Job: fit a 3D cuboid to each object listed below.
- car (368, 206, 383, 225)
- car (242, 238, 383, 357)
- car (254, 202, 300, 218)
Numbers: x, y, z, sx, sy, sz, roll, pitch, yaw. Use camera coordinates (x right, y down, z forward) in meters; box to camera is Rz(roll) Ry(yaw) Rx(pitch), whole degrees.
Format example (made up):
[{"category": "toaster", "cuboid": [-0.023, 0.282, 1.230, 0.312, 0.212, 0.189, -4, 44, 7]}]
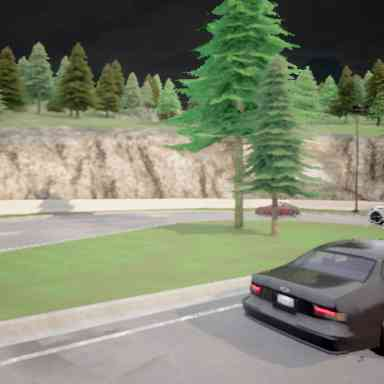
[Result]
[{"category": "car", "cuboid": [14.634, 1.377, 22.328, 2.150, 2.045, 5.566, 2, 0, -16]}, {"category": "car", "cuboid": [3.375, 1.581, 6.045, 5.357, 1.411, 2.033, 1, 0, -34]}, {"category": "car", "cuboid": [8.101, 1.647, 31.791, 4.181, 1.385, 1.994, 1, 0, 15]}]
